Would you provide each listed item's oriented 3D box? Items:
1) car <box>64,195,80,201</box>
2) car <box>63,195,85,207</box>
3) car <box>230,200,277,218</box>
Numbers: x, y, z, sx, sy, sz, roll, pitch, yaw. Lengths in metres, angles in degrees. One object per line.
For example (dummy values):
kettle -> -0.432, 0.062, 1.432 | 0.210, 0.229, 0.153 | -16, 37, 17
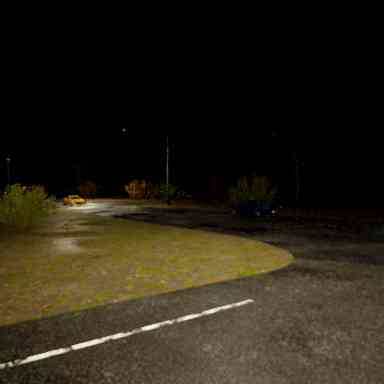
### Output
car -> -25.222, 1.253, 69.937 | 1.895, 1.301, 4.718 | 0, 0, -37
car -> -16.709, 1.282, 47.070 | 1.882, 1.535, 5.008 | 0, 0, -37
car -> 5.376, 1.454, 29.447 | 1.812, 1.442, 4.674 | 0, 0, -37
